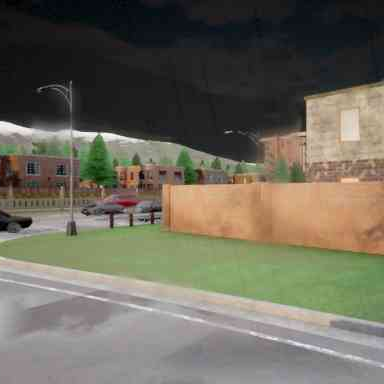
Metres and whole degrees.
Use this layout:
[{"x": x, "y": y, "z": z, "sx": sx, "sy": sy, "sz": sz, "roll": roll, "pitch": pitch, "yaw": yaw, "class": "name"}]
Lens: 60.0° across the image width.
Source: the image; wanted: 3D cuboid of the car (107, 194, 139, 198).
[{"x": -8.089, "y": 1.217, "z": 36.407, "sx": 2.150, "sy": 2.045, "sz": 5.566, "roll": 0, "pitch": 1, "yaw": 41, "class": "car"}]

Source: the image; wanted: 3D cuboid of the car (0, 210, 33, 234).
[{"x": -11.017, "y": 1.601, "z": 17.240, "sx": 1.895, "sy": 1.301, "sz": 4.718, "roll": 0, "pitch": 0, "yaw": 41, "class": "car"}]

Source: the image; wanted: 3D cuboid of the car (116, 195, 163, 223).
[{"x": -3.266, "y": 1.352, "z": 26.013, "sx": 2.097, "sy": 1.767, "sz": 4.553, "roll": 0, "pitch": 0, "yaw": 41, "class": "car"}]

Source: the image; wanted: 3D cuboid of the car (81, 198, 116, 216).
[{"x": -8.159, "y": 1.564, "z": 31.045, "sx": 1.994, "sy": 1.385, "sz": 4.181, "roll": 0, "pitch": 0, "yaw": 41, "class": "car"}]
